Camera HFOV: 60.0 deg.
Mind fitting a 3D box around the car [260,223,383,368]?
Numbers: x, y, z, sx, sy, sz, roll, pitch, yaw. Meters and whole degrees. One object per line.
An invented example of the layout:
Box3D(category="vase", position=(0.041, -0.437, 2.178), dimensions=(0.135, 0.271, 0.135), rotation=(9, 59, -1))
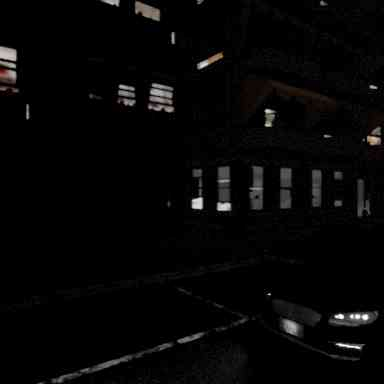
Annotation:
Box3D(category="car", position=(3.269, 1.467, 5.707), dimensions=(4.902, 1.511, 2.128), rotation=(0, 0, -35))

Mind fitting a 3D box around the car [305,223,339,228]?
Box3D(category="car", position=(3.787, 1.548, 9.257), dimensions=(4.206, 1.307, 1.802), rotation=(0, 0, -35))
